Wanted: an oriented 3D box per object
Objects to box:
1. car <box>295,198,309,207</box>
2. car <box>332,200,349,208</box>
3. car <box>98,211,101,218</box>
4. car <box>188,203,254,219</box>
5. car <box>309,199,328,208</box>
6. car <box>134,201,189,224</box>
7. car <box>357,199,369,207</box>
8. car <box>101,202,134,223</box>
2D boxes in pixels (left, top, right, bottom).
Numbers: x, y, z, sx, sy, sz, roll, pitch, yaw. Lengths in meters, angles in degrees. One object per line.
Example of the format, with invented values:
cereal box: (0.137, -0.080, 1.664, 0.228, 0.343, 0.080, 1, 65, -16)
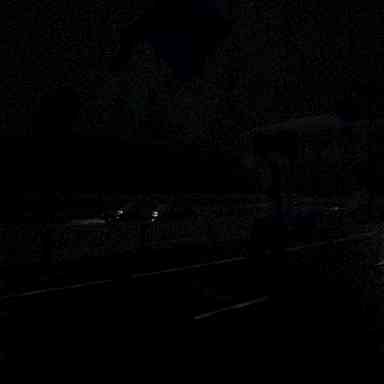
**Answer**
car: (20.737, 1.960, 62.301, 1.837, 1.490, 4.892, 0, 0, 32)
car: (25.030, 1.973, 55.960, 1.994, 1.385, 4.181, 0, -1, 33)
car: (-6.348, 1.826, 30.315, 4.181, 1.385, 1.994, 0, -1, -41)
car: (2.465, 1.686, 24.077, 4.902, 1.511, 2.128, 0, -1, -42)
car: (22.635, 1.912, 58.707, 1.882, 1.535, 5.008, 0, 0, 33)
car: (-1.684, 1.563, 25.109, 4.553, 1.767, 2.097, 0, -1, -41)
car: (28.770, 1.891, 55.330, 2.128, 1.511, 4.902, 0, 0, 33)
car: (-4.614, 1.585, 27.190, 4.553, 1.767, 2.097, 0, -1, -41)
